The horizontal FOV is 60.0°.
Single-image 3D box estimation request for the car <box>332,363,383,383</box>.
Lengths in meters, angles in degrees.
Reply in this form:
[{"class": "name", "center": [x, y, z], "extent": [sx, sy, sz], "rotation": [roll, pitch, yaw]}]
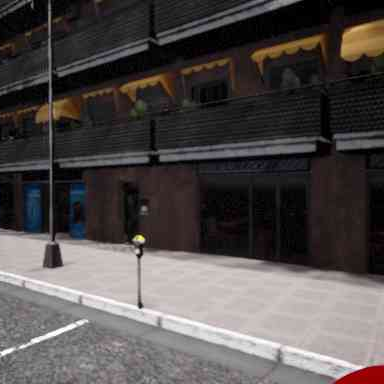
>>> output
[{"class": "car", "center": [2.711, 1.513, 1.076], "extent": [4.507, 1.381, 1.887], "rotation": [0, 1, 34]}]
